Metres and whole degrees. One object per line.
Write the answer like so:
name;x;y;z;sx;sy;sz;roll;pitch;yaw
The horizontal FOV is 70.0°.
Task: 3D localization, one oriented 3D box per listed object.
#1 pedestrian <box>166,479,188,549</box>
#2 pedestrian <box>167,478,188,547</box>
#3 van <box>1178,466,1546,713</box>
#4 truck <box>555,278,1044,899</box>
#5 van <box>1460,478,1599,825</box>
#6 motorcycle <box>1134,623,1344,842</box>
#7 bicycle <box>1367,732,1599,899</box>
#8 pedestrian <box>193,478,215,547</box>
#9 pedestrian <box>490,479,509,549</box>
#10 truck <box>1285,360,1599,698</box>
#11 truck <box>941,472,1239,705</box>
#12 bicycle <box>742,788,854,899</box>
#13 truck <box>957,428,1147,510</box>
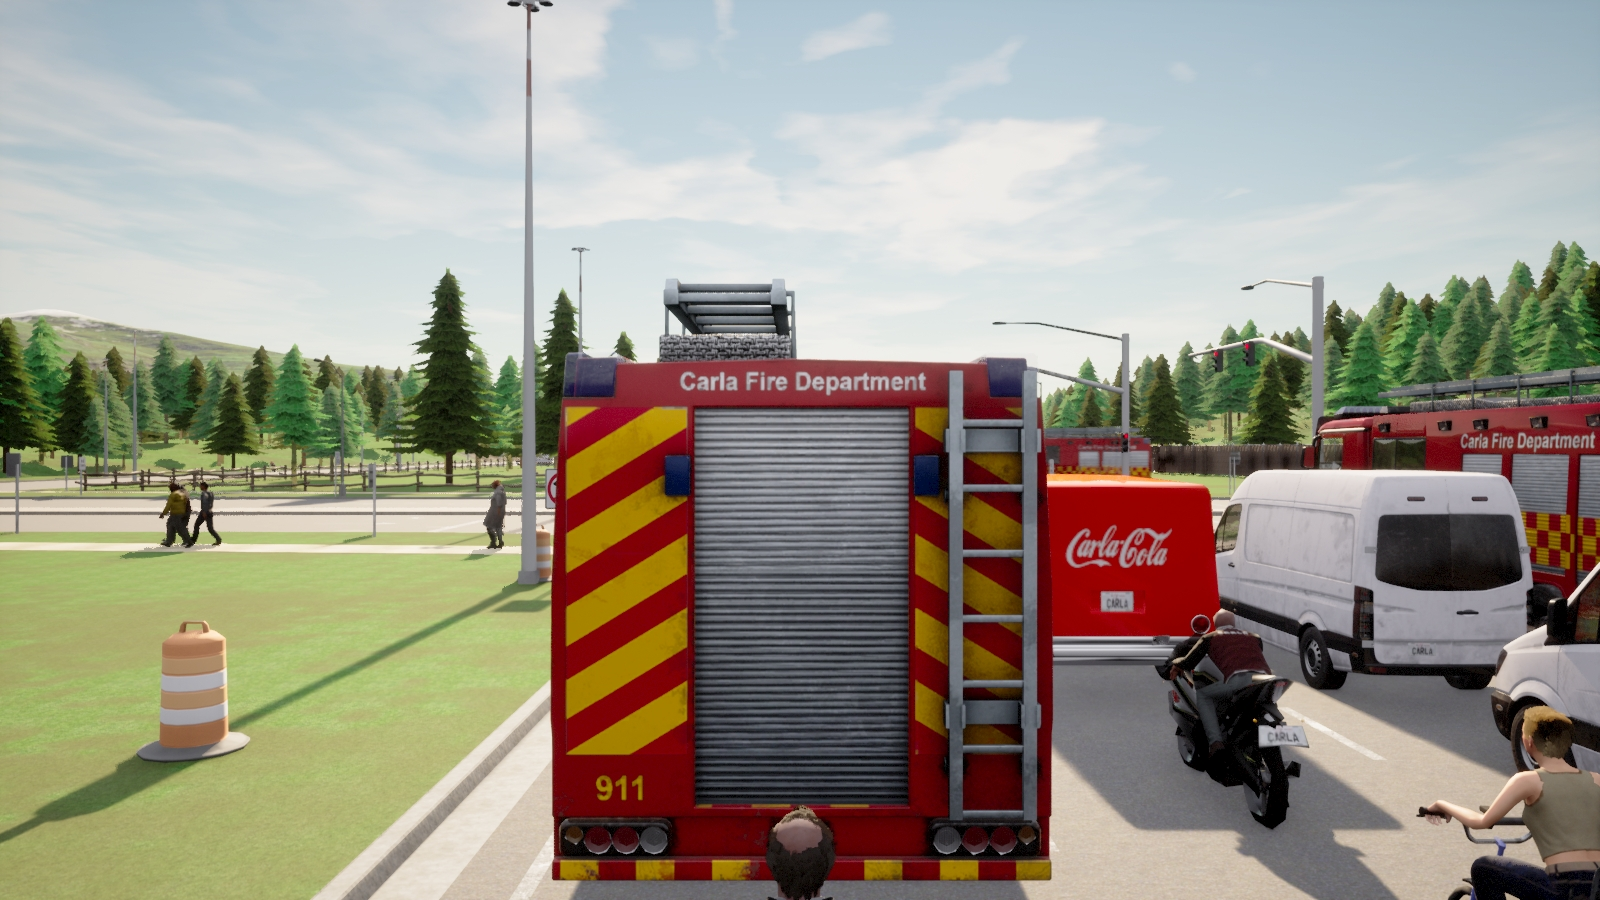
pedestrian;-16.545;1.696;30.358;0.375;1.860;0.375;0;0;5
pedestrian;-17.024;1.696;31.240;0.375;1.860;0.375;0;0;5
van;6.998;1.534;15.196;1.988;2.561;5.915;0;0;0
truck;-0.004;0.891;10.995;2.891;3.827;8.468;0;0;0
van;6.995;1.534;7.434;1.988;2.561;5.915;0;0;0
motorcycle;3.491;2.205;9.350;0.867;1.251;2.209;0;0;0
bicycle;3.482;2.158;5.413;0.859;1.277;1.487;0;0;0
pedestrian;-16.231;1.696;31.125;0.375;1.860;0.375;0;0;4
pedestrian;-7.986;1.697;30.379;0.375;1.860;0.375;0;0;3
truck;10.497;0.891;17.071;2.891;3.827;8.468;0;0;0
truck;3.509;1.568;15.144;2.627;2.467;5.204;0;0;0
bicycle;-0.006;2.060;3.542;0.329;1.471;1.835;0;0;0
truck;11.973;0.890;54.794;8.468;3.827;2.891;0;0;1
